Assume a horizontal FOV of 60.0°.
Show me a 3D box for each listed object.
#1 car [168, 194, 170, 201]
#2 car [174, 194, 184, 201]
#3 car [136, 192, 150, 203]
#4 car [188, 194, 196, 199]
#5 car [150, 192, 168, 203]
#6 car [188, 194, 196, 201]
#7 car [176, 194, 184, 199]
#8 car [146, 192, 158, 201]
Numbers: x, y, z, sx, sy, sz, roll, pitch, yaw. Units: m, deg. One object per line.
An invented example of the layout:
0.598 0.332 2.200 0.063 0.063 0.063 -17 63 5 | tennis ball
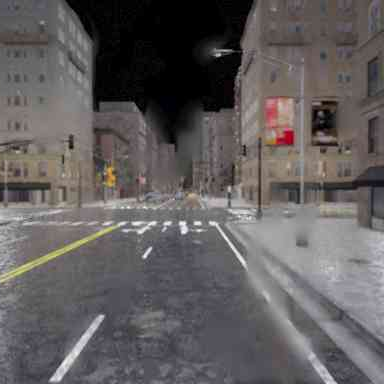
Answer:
-6.507 1.178 81.192 2.097 1.767 4.553 0 0 0 | car
-3.257 1.382 80.954 1.994 1.385 4.181 0 0 0 | car
-9.765 1.342 65.906 2.128 1.511 4.902 0 0 0 | car
-0.008 1.226 90.990 2.128 1.511 4.902 0 0 0 | car
-6.514 1.195 65.932 2.097 1.767 4.553 0 0 0 | car
-0.007 1.308 80.571 1.882 1.535 5.008 0 0 0 | car
-3.258 1.225 90.989 1.812 1.442 4.674 0 0 0 | car
-9.758 1.047 81.226 2.150 2.045 5.566 0 0 0 | car
